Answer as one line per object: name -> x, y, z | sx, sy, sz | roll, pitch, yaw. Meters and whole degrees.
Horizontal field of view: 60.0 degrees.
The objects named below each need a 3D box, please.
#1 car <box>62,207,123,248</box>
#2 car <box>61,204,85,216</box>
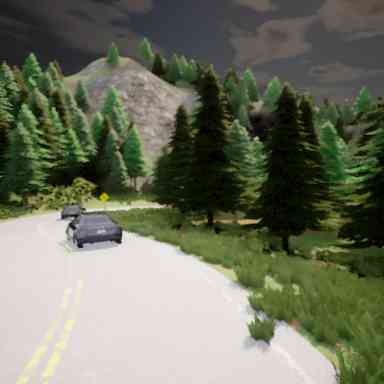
car -> -4.668, 1.637, 15.632 | 1.994, 1.385, 4.181 | -3, 1, -27
car -> -11.481, 1.888, 32.731 | 1.994, 1.385, 4.181 | -1, 0, -10
